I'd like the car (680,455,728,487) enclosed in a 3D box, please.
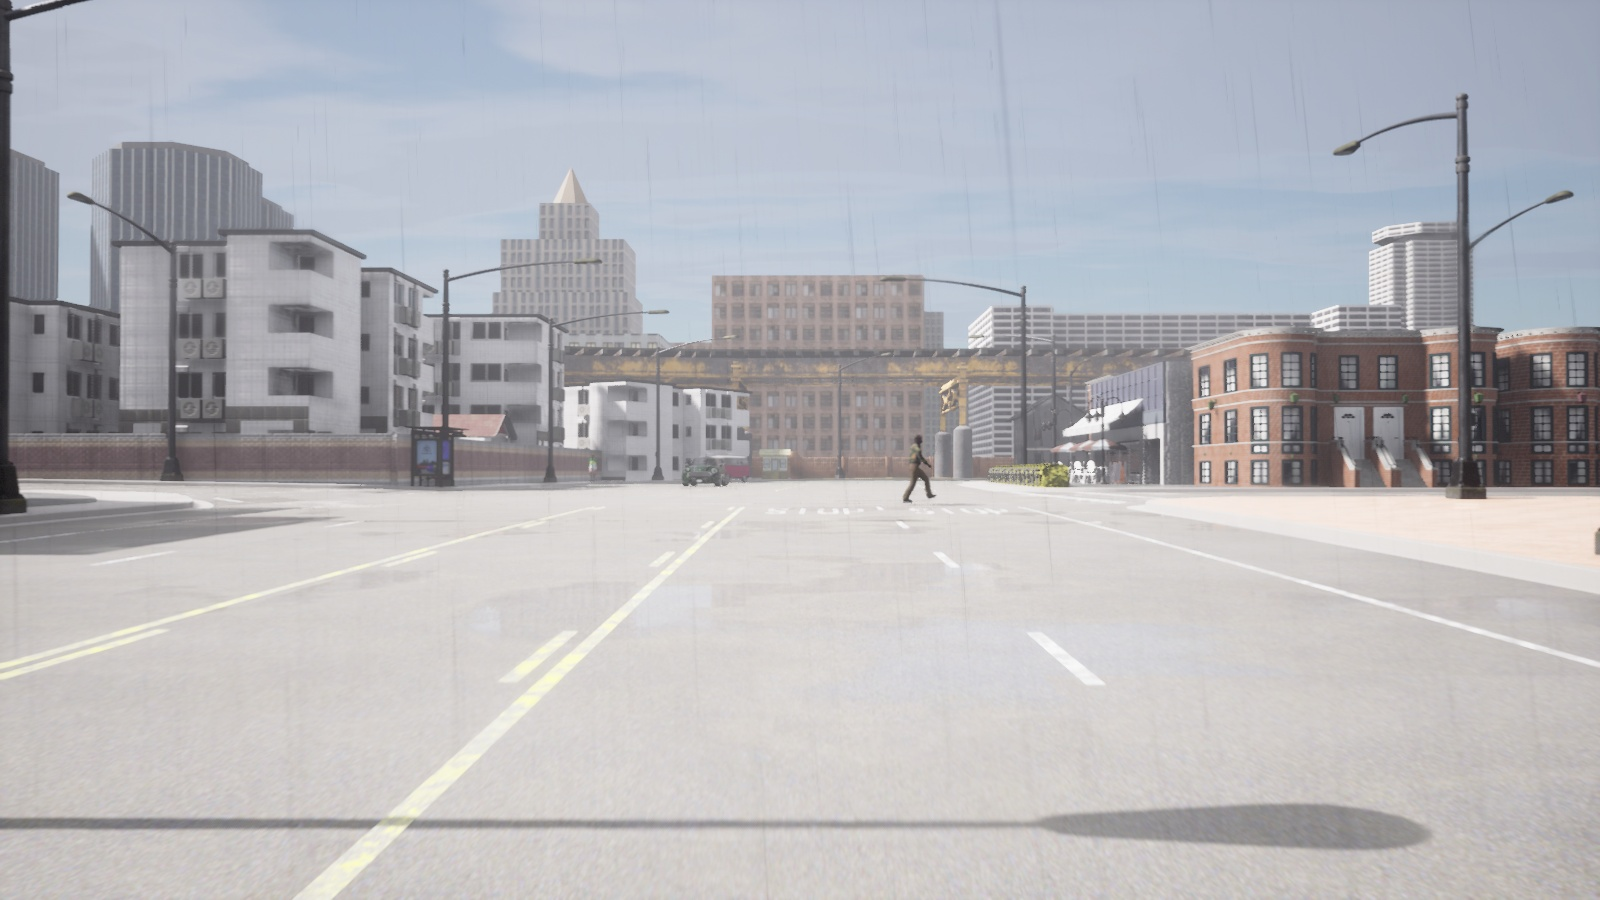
[{"bbox_3d":[-5.468,1.194,71.825,2.097,1.767,4.553,0,-1,4],"label":"car"}]

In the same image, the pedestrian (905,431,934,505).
[{"bbox_3d":[3.144,0.471,33.078,0.692,1.930,0.395,0,-1,-3],"label":"pedestrian"}]

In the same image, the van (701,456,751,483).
[{"bbox_3d":[-5.402,1.434,92.134,1.775,1.987,4.442,0,-1,26],"label":"van"}]

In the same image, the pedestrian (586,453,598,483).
[{"bbox_3d":[-13.514,1.148,81.519,0.659,1.952,0.873,0,-1,-1],"label":"pedestrian"}]
